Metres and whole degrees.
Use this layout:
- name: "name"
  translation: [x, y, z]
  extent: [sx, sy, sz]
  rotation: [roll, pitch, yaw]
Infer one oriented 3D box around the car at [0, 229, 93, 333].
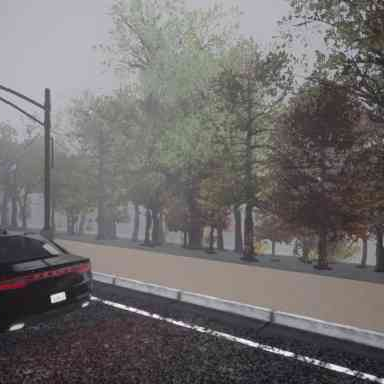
- name: "car"
  translation: [-4.086, 1.477, 6.570]
  extent: [5.008, 1.535, 1.882]
  rotation: [0, 0, 35]
